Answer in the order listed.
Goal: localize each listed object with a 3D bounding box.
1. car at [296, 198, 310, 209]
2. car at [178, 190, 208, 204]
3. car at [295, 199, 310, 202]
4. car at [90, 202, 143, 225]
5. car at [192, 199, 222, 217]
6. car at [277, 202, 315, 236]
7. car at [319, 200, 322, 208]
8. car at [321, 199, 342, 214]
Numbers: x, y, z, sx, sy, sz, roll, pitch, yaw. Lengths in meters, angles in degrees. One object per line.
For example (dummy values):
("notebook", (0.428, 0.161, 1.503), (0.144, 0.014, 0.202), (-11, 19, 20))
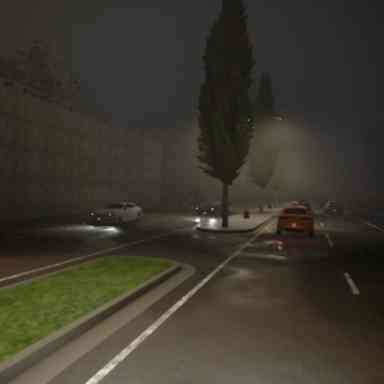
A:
("car", (17.419, 1.765, 52.153), (1.882, 1.535, 5.008), (1, 0, 19))
("car", (0.196, 0.764, 37.863), (2.150, 2.045, 5.566), (1, 0, 19))
("car", (11.692, 1.684, 35.651), (2.128, 1.511, 4.902), (1, 0, 19))
("car", (-5.062, 1.411, 23.047), (1.812, 1.442, 4.674), (1, 0, 19))
("car", (1.887, 1.610, 32.249), (1.895, 1.301, 4.718), (1, 0, 20))
("car", (6.102, 1.577, 19.538), (1.882, 1.535, 5.008), (1, 0, 19))
("car", (22.292, 1.902, 55.560), (1.812, 1.442, 4.674), (1, 0, 19))
("car", (16.743, 1.810, 39.533), (1.812, 1.442, 4.674), (1, 0, 19))
